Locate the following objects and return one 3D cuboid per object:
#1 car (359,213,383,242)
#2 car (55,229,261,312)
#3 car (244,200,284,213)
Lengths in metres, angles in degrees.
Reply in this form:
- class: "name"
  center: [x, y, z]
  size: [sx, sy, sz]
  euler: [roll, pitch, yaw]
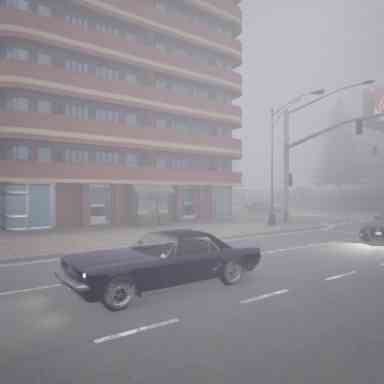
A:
- class: "car"
  center: [9.441, 1.564, 15.151]
  size: [4.181, 1.385, 1.994]
  euler: [0, 0, -36]
- class: "car"
  center: [-0.628, 1.601, 7.863]
  size: [4.718, 1.301, 1.895]
  euler: [0, 0, -36]
- class: "car"
  center: [8.158, 1.601, 37.120]
  size: [1.895, 1.301, 4.718]
  euler: [0, 0, -36]
